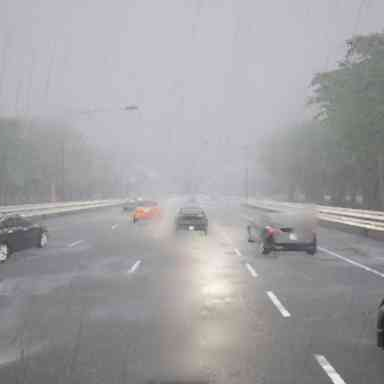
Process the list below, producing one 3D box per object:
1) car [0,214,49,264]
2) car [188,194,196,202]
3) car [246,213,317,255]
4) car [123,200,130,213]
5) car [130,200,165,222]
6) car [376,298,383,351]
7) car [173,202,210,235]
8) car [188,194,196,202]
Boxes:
[{"bbox_3d":[-6.900,1.557,11.995,1.837,1.490,4.892,0,0,0],"label":"car"},{"bbox_3d":[-0.003,1.628,94.647,2.150,2.045,5.566,0,0,0],"label":"car"},{"bbox_3d":[3.500,1.563,13.651,2.163,1.488,4.792,0,0,0],"label":"car"},{"bbox_3d":[-6.902,1.659,39.407,2.128,1.511,4.902,0,0,0],"label":"car"},{"bbox_3d":[-3.400,1.468,27.194,2.097,1.767,4.553,0,0,0],"label":"car"},{"bbox_3d":[3.501,1.364,2.593,2.097,1.767,4.553,0,0,0],"label":"car"},{"bbox_3d":[-0.023,1.589,19.346,1.837,1.490,4.892,0,0,0],"label":"car"},{"bbox_3d":[-0.002,1.871,78.360,2.033,1.411,5.357,0,0,0],"label":"car"}]
